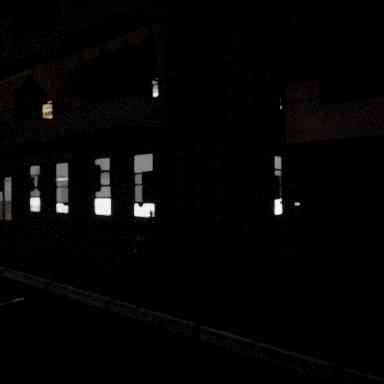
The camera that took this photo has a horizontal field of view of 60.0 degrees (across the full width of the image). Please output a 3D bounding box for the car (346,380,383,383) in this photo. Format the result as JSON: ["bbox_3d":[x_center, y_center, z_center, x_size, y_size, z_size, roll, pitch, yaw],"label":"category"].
[{"bbox_3d":[2.456,1.600,1.141,4.206,1.307,1.802,1,-1,35],"label":"car"}]
